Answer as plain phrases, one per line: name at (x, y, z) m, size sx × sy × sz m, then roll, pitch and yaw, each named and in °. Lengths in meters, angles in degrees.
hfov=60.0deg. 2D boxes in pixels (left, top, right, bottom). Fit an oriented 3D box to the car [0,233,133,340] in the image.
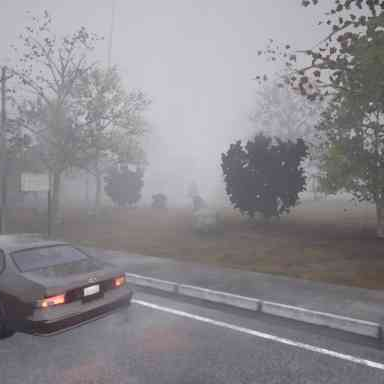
car at (-3.579, 1.547, 6.535) m, size 5.357 × 1.411 × 2.033 m, roll 0°, pitch 0°, yaw 35°
